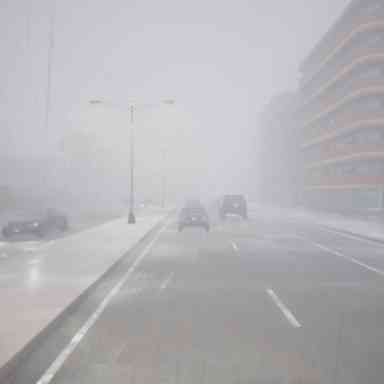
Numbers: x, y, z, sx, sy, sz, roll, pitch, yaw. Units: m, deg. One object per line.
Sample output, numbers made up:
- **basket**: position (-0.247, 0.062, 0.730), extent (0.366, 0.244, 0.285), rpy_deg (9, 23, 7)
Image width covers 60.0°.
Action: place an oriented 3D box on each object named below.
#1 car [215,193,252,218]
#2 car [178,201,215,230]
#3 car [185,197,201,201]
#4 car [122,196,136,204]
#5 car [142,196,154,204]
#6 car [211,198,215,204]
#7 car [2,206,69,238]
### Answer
- **car**: position (3.527, 1.207, 29.552), extent (2.150, 2.045, 5.566), rpy_deg (0, 0, 0)
- **car**: position (0.109, 1.535, 20.867), extent (2.033, 1.411, 5.357), rpy_deg (0, 0, 0)
- **car**: position (0.121, 1.466, 45.422), extent (2.128, 1.511, 4.902), rpy_deg (0, 0, 0)
- **car**: position (-11.474, 1.444, 60.659), extent (1.882, 1.535, 5.008), rpy_deg (0, 0, 0)
- **car**: position (-7.974, 1.493, 60.701), extent (1.812, 1.442, 4.674), rpy_deg (0, 0, 0)
- **car**: position (3.578, 1.539, 45.552), extent (1.994, 1.385, 4.181), rpy_deg (0, 0, 0)
- **car**: position (-8.073, 1.514, 17.688), extent (1.812, 1.442, 4.674), rpy_deg (0, 0, 0)
